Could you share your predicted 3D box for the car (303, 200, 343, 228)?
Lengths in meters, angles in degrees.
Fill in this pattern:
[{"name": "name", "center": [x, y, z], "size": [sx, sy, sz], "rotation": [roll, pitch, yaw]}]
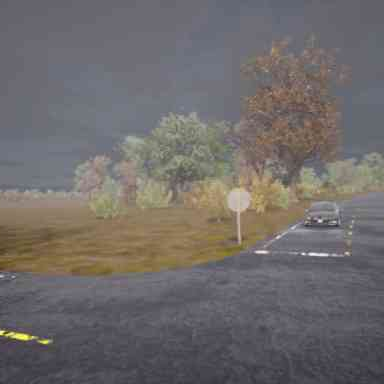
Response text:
[{"name": "car", "center": [7.998, 1.273, 20.150], "size": [1.837, 1.490, 4.892], "rotation": [-2, 0, 27]}]
